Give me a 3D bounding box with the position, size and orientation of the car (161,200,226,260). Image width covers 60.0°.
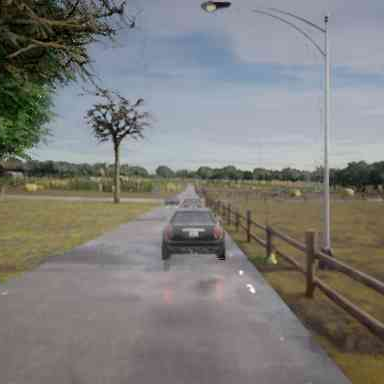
[{"bbox_3d":[0.065,1.337,12.608,2.097,1.767,4.553,0,0,0],"label":"car"}]

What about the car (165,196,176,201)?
[{"bbox_3d":[-2.843,1.300,47.720,1.994,1.385,4.181,0,1,0],"label":"car"}]

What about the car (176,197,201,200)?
[{"bbox_3d":[0.059,1.255,27.672,2.097,1.767,4.553,0,0,0],"label":"car"}]
